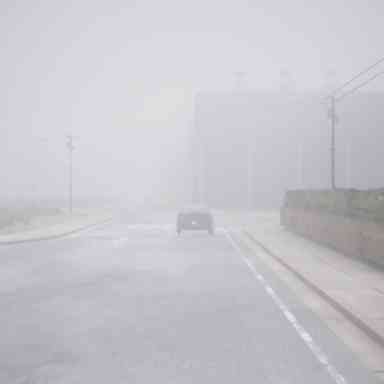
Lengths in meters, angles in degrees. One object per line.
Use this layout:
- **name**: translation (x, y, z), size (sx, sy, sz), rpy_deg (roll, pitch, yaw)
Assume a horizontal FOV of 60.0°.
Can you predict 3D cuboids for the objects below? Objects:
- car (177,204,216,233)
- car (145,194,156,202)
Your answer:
- **car**: translation (0.299, 1.395, 19.009), size (1.882, 1.535, 5.008), rpy_deg (-1, 0, 5)
- **car**: translation (-8.113, 1.231, 64.593), size (1.837, 1.490, 4.892), rpy_deg (0, 0, -2)
